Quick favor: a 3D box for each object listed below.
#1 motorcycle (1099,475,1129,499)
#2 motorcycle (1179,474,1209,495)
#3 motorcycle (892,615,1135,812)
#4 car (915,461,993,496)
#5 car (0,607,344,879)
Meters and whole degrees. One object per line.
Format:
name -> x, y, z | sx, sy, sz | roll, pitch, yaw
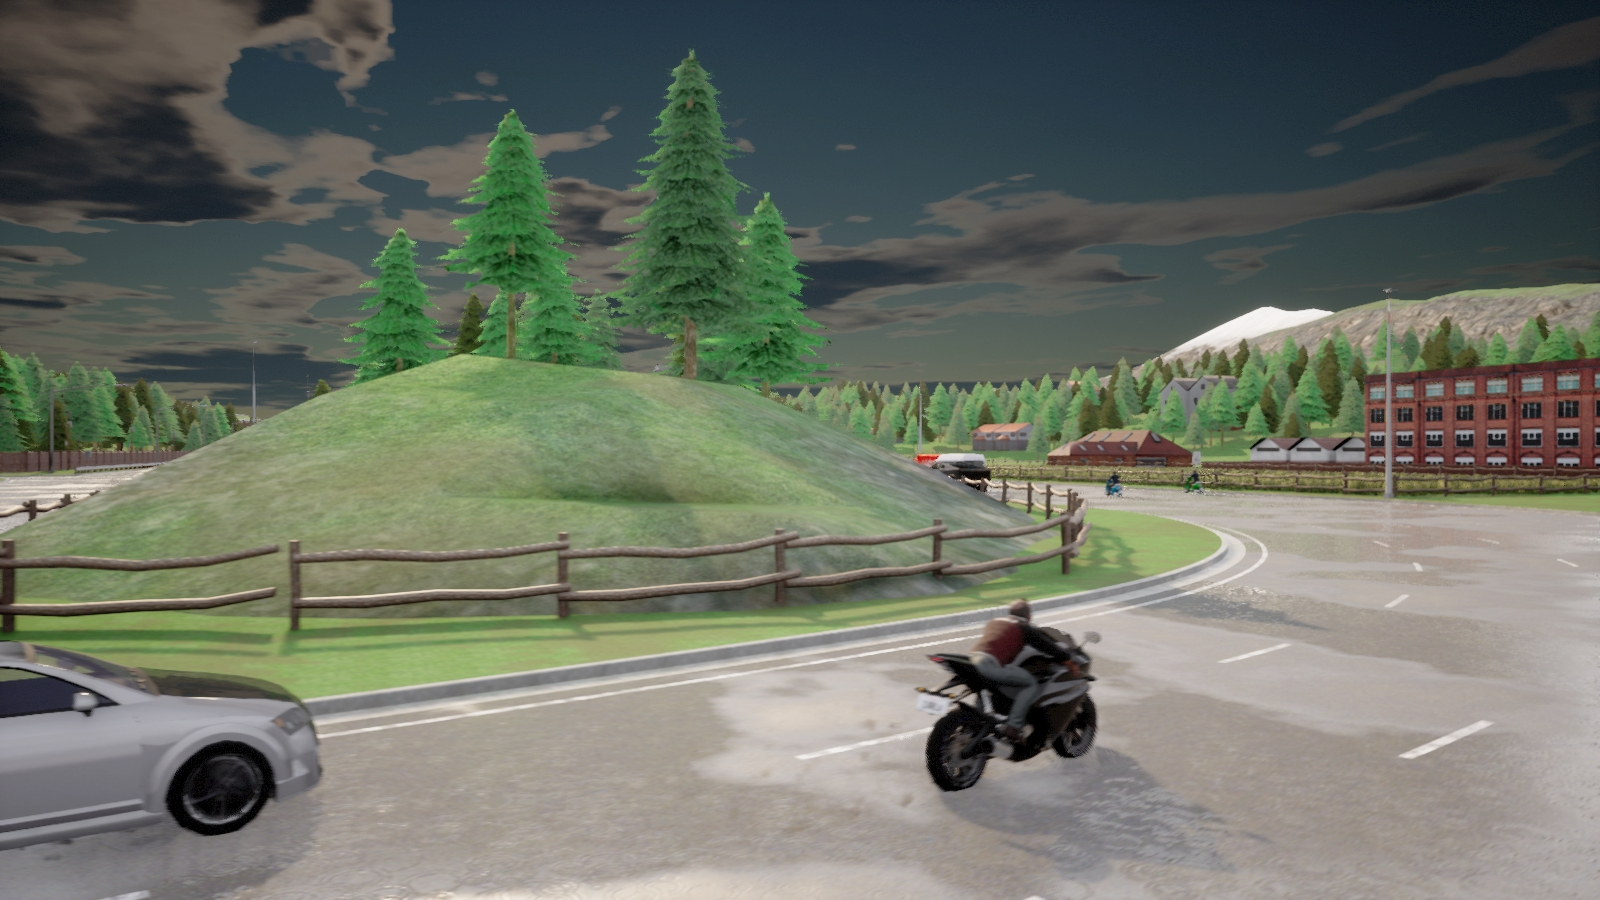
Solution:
motorcycle -> 18.543, 2.171, 67.478 | 0.856, 1.316, 1.805 | -1, 0, -16
motorcycle -> 24.880, 2.175, 72.170 | 0.856, 1.316, 1.805 | 0, 0, -19
motorcycle -> 1.904, 2.209, 9.967 | 2.209, 1.251, 0.867 | 0, -1, -40
car -> 9.727, 1.781, 72.916 | 2.390, 2.098, 6.274 | 0, 0, -19
car -> -5.779, 2.120, 8.346 | 4.181, 1.385, 1.994 | 0, 0, -37
